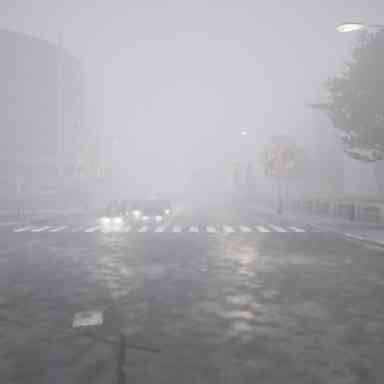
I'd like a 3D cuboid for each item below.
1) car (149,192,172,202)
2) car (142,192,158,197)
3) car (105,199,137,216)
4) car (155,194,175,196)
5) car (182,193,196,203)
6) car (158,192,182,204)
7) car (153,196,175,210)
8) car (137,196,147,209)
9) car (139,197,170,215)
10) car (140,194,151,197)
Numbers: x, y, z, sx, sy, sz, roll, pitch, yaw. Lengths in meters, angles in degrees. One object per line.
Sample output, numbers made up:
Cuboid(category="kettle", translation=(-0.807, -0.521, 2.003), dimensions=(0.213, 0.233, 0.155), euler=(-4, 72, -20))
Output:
Cuboid(category="car", translation=(-6.939, 1.078, 73.718), dimensions=(2.150, 2.045, 5.566), euler=(0, 0, -43))
Cuboid(category="car", translation=(-9.665, 1.090, 71.523), dimensions=(2.150, 2.045, 5.566), euler=(0, 0, -43))
Cuboid(category="car", translation=(-7.114, 1.453, 32.644), dimensions=(2.128, 1.511, 4.902), euler=(0, 0, 0))
Cuboid(category="car", translation=(-4.280, 1.502, 52.400), dimensions=(1.994, 1.385, 4.181), euler=(0, 0, -10))
Cuboid(category="car", translation=(-1.212, 1.144, 64.898), dimensions=(2.150, 2.045, 5.566), euler=(0, 0, -29))
Cuboid(category="car", translation=(-4.256, 1.277, 63.196), dimensions=(2.097, 1.767, 4.553), euler=(0, 0, -29))
Cuboid(category="car", translation=(-3.625, 1.514, 42.331), dimensions=(1.994, 1.385, 4.181), euler=(0, 0, 0))
Cuboid(category="car", translation=(-7.123, 1.551, 41.914), dimensions=(1.895, 1.301, 4.718), euler=(0, 0, 0))
Cuboid(category="car", translation=(-3.618, 1.508, 33.115), dimensions=(2.033, 1.411, 5.357), euler=(0, 0, 0))
Cuboid(category="car", translation=(-7.793, 1.464, 52.082), dimensions=(1.812, 1.442, 4.674), euler=(0, 0, -10))
